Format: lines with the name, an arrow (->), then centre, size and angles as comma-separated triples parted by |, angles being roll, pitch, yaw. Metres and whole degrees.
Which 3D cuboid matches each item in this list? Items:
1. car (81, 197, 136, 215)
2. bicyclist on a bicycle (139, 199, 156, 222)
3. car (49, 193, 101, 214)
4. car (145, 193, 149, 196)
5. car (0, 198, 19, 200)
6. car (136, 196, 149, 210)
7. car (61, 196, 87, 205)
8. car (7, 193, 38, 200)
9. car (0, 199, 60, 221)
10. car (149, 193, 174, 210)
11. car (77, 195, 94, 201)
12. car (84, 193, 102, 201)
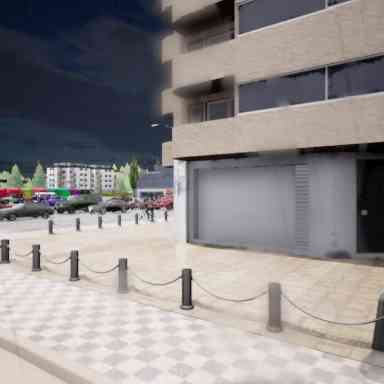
car -> -8.789, 1.556, 35.312 | 2.128, 1.511, 4.902 | 0, 0, 35
bicyclist on a bicycle -> -3.263, 1.362, 24.055 | 1.656, 1.620, 0.582 | 0, 0, 35
car -> -12.255, 1.287, 36.467 | 2.150, 2.045, 5.566 | 0, 0, 35
car -> -8.496, 1.227, 71.219 | 1.905, 1.878, 3.866 | 0, 0, 35
car -> -17.954, 1.543, 28.322 | 1.882, 1.535, 5.008 | 0, 0, 35
car -> -6.518, 1.630, 44.642 | 1.994, 1.385, 4.181 | 0, 0, 35
car -> -20.771, 1.468, 58.501 | 1.970, 1.475, 3.806 | 0, 0, 35
car -> -34.634, 1.231, 68.163 | 1.932, 1.855, 4.605 | 0, 0, 35
car -> -13.946, 1.590, 27.910 | 1.812, 1.442, 4.674 | 0, 0, 35
car -> -2.660, 1.286, 44.055 | 2.150, 2.045, 5.566 | 0, 0, 35
car -> -26.917, 1.474, 84.172 | 1.970, 1.475, 3.806 | 0, 0, 35
car -> -24.557, 1.234, 82.495 | 1.905, 1.878, 3.866 | 0, 0, 35
